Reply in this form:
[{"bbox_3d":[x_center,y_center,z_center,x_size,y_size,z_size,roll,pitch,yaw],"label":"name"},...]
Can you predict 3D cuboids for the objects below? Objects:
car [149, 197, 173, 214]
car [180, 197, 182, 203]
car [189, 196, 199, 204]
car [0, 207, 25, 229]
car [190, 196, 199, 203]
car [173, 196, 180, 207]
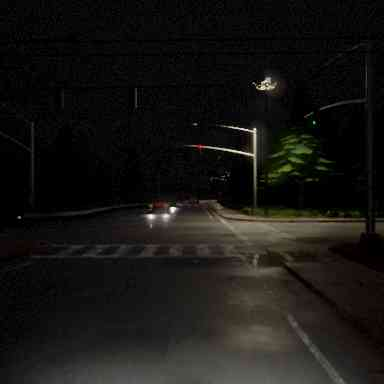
[{"bbox_3d":[-3.599,1.472,37.421,2.097,1.767,4.553,0,-1,0],"label":"car"},{"bbox_3d":[-3.077,1.533,69.805,1.994,1.385,4.181,0,0,2],"label":"car"},{"bbox_3d":[0.339,1.692,65.524,1.812,1.442,4.674,0,0,2],"label":"car"},{"bbox_3d":[-13.722,1.722,22.668,4.181,1.385,1.994,0,0,2],"label":"car"},{"bbox_3d":[0.662,1.632,75.832,1.837,1.490,4.892,0,0,2],"label":"car"},{"bbox_3d":[-3.533,1.648,54.141,2.128,1.511,4.902,0,0,1],"label":"car"}]
